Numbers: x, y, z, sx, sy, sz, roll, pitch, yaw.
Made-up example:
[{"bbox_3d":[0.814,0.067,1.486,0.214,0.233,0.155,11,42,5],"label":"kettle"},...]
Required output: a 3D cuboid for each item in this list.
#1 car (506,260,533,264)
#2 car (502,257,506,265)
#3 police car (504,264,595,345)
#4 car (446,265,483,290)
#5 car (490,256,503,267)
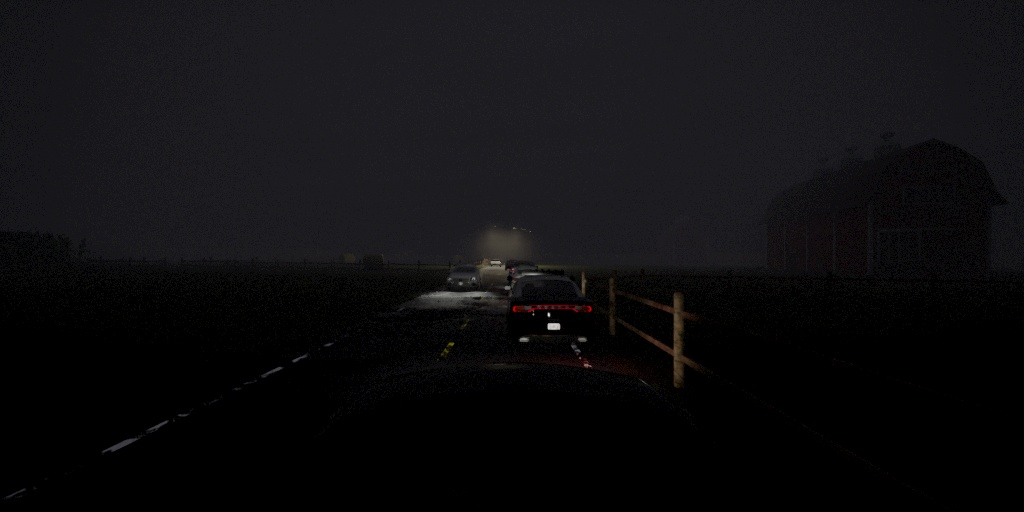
[{"bbox_3d":[0.806,1.098,25.467,2.097,1.767,4.553,0,0,0],"label":"car"},{"bbox_3d":[0.020,1.219,49.789,1.882,1.535,5.008,0,0,0],"label":"car"},{"bbox_3d":[0.819,1.174,9.607,1.930,1.638,5.238,0,0,0],"label":"police car"},{"bbox_3d":[-2.865,1.274,22.362,1.812,1.442,4.674,0,0,0],"label":"car"},{"bbox_3d":[-2.859,1.262,63.431,1.812,1.442,4.674,0,0,0],"label":"car"}]
